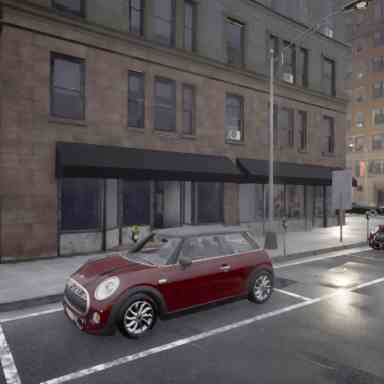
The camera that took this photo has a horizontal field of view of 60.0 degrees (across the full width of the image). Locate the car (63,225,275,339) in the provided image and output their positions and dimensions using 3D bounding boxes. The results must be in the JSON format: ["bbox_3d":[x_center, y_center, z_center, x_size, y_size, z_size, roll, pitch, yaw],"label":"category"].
[{"bbox_3d":[-0.327,1.441,6.513,4.097,1.590,1.967,0,0,-35],"label":"car"}]

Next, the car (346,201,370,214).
[{"bbox_3d":[15.589,1.531,30.734,1.895,1.301,4.718,1,0,-36],"label":"car"}]

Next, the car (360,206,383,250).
[{"bbox_3d":[8.632,1.445,12.872,4.097,1.590,1.967,0,0,-35],"label":"car"}]
